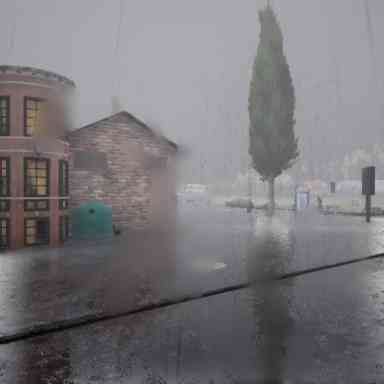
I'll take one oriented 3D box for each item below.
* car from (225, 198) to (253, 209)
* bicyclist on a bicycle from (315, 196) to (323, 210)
[{"bbox_3d":[6.375,1.563,45.511,1.994,1.385,4.181,0,0,-36],"label":"car"},{"bbox_3d":[15.350,1.348,40.171,1.656,1.620,0.582,0,0,-36],"label":"bicyclist on a bicycle"}]
